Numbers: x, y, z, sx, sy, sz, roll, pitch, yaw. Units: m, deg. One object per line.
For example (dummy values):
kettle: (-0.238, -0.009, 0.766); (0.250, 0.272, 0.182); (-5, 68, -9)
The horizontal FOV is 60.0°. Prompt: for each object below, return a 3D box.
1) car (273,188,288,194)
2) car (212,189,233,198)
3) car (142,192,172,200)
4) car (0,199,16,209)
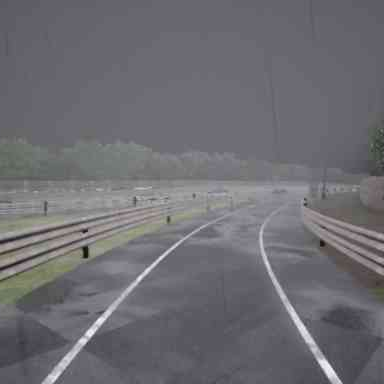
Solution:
car: (20.242, -0.233, 76.057); (1.812, 1.442, 4.674); (2, 3, 41)
car: (5.555, 0.160, 59.307); (2.097, 1.767, 4.553); (2, 3, 41)
car: (-4.981, 0.752, 47.303); (2.128, 1.511, 4.902); (2, 3, 41)
car: (-19.451, 1.122, 30.801); (2.150, 2.045, 5.566); (2, 3, 41)
